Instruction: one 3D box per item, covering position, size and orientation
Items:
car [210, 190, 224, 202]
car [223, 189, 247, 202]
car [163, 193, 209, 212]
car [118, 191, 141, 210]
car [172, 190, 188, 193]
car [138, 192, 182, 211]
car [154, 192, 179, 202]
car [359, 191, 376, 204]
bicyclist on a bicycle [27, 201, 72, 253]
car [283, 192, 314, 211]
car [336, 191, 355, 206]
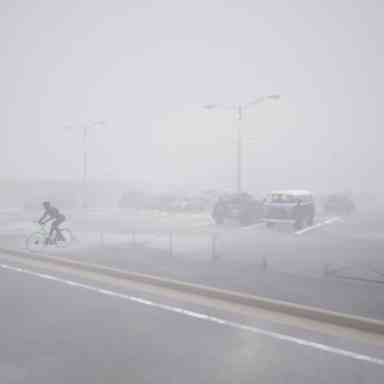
[{"bbox_3d":[5.817,0.664,65.065,1.970,1.475,3.806,1,1,34],"label":"car"},{"bbox_3d":[8.225,0.465,63.452,1.905,1.878,3.866,1,1,34],"label":"car"},{"bbox_3d":[-0.485,1.061,30.188,1.970,1.475,3.806,1,1,34],"label":"car"},{"bbox_3d":[-5.157,0.743,33.228,1.932,1.855,4.605,1,1,34],"label":"car"},{"bbox_3d":[-1.450,0.573,48.845,1.932,1.855,4.605,1,1,34],"label":"car"},{"bbox_3d":[-2.896,0.990,31.789,1.784,1.438,3.905,1,1,34],"label":"car"},{"bbox_3d":[-3.829,0.743,50.503,1.784,1.438,3.905,1,1,34],"label":"car"},{"bbox_3d":[26.973,0.770,50.983,1.932,1.855,4.605,1,1,34],"label":"car"},{"bbox_3d":[-4.603,1.127,10.846,0.582,1.620,1.656,1,0,33],"label":"bicyclist on a bicycle"},{"bbox_3d":[12.674,1.045,39.578,1.970,1.475,3.806,1,1,34],"label":"car"},{"bbox_3d":[24.592,0.733,52.629,1.905,1.878,3.866,1,1,34],"label":"car"}]
